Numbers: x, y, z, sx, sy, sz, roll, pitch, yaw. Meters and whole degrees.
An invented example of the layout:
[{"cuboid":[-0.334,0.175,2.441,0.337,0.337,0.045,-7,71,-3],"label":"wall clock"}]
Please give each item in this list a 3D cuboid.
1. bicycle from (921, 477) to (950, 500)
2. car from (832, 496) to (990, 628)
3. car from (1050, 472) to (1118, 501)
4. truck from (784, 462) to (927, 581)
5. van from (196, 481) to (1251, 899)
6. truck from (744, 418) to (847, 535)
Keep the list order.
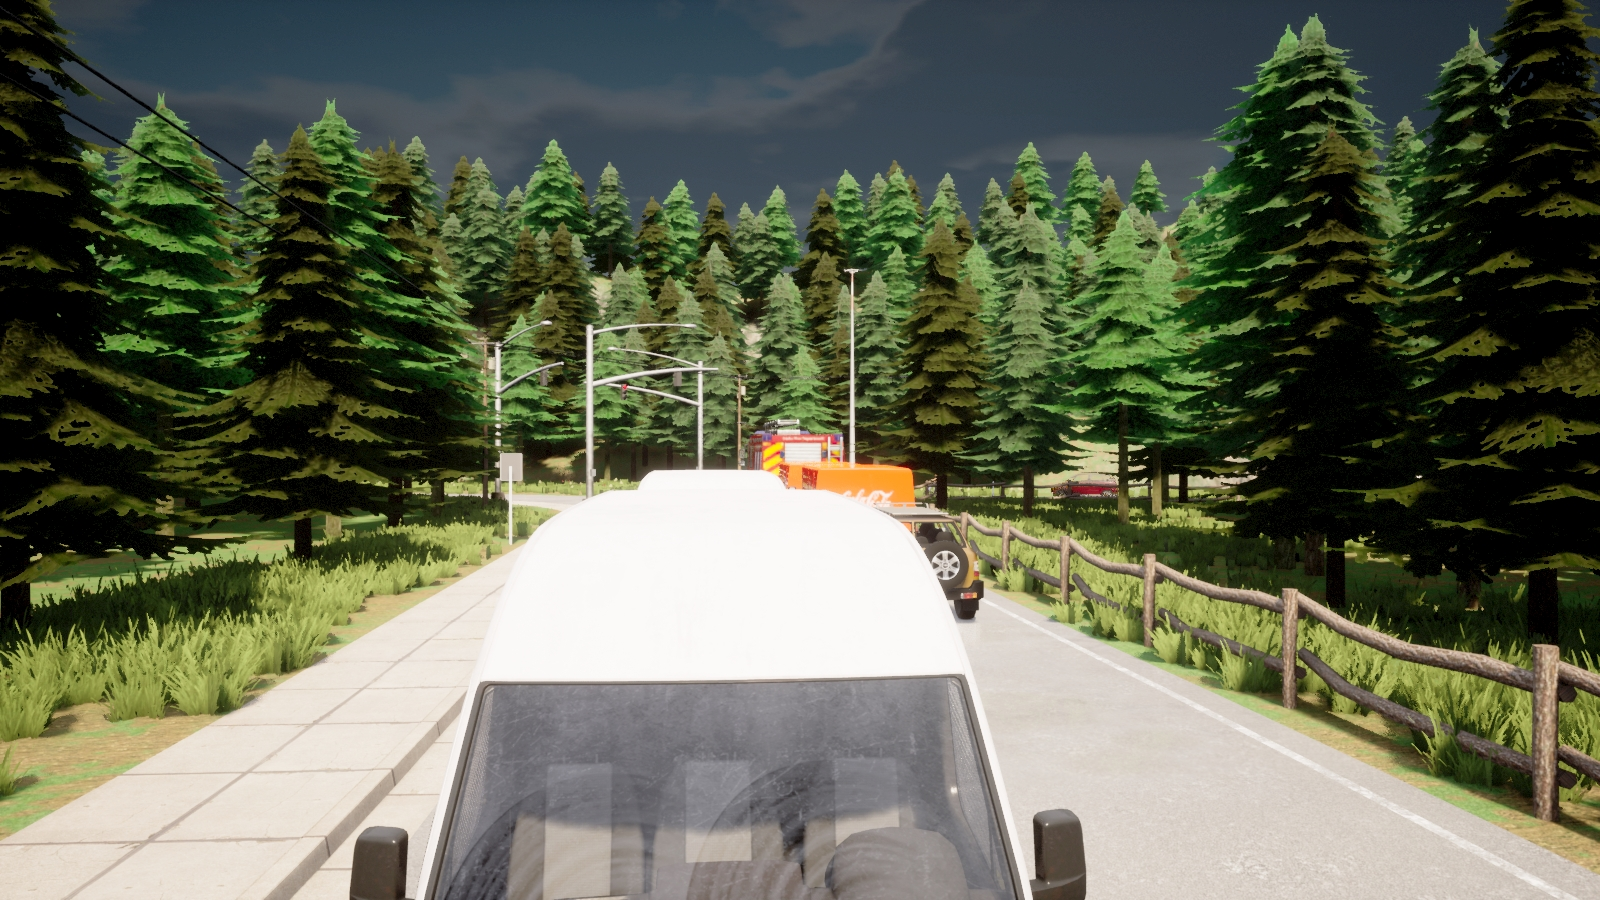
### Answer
[{"cuboid":[7.684,2.158,64.883,1.487,1.276,0.859,0,0,-7],"label":"bicycle"},{"cuboid":[1.801,1.837,20.146,1.932,1.855,4.605,0,0,-5],"label":"car"},{"cuboid":[16.078,2.026,64.681,3.705,1.549,1.789,0,0,14],"label":"car"},{"cuboid":[1.150,1.541,26.876,2.627,2.467,5.204,0,0,-5],"label":"truck"},{"cuboid":[-0.341,1.499,5.107,1.988,2.561,5.915,0,0,-5],"label":"van"},{"cuboid":[-0.340,0.864,41.742,2.891,3.827,8.468,0,0,-6],"label":"truck"}]
